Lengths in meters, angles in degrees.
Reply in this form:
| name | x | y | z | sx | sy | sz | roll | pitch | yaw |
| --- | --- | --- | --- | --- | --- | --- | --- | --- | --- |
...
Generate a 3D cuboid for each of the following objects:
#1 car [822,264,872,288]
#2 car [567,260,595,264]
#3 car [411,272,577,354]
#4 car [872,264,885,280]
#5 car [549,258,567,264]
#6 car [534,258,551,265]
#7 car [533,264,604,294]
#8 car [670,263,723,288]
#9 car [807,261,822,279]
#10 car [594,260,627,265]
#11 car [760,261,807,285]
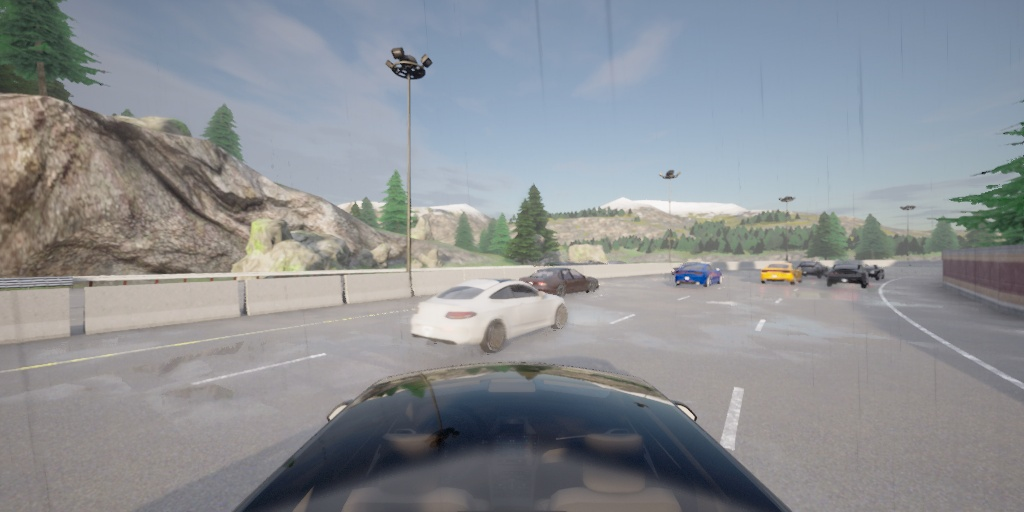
| name | x | y | z | sx | sy | sz | roll | pitch | yaw |
| --- | --- | --- | --- | --- | --- | --- | --- | --- | --- |
| car | 22.292 | 1.252 | 23.771 | 4.892 | 1.490 | 1.837 | 0 | 0 | -43 |
| car | 9.732 | 1.239 | 45.667 | 4.902 | 1.511 | 2.128 | 0 | 0 | -41 |
| car | -0.307 | 1.275 | 8.877 | 1.812 | 1.442 | 4.674 | 0 | 0 | 36 |
| car | 30.261 | 1.347 | 30.611 | 4.718 | 1.301 | 1.895 | 0 | 0 | -39 |
| car | 7.425 | 1.311 | 48.298 | 4.181 | 1.385 | 1.994 | 0 | 0 | -41 |
| car | 5.145 | 1.098 | 50.947 | 4.553 | 1.767 | 2.097 | 0 | 0 | -41 |
| car | 2.435 | 1.296 | 18.147 | 2.033 | 1.411 | 5.357 | 0 | 0 | 40 |
| car | 12.648 | 1.225 | 24.174 | 1.882 | 1.535 | 5.008 | 0 | 0 | 44 |
| car | 27.547 | 1.238 | 32.895 | 4.902 | 1.511 | 2.128 | 0 | 0 | -39 |
| car | 12.402 | 1.272 | 43.359 | 4.674 | 1.442 | 1.812 | 0 | 0 | -41 |
| car | 19.672 | 1.225 | 26.107 | 5.008 | 1.535 | 1.882 | 0 | 0 | -44 |
